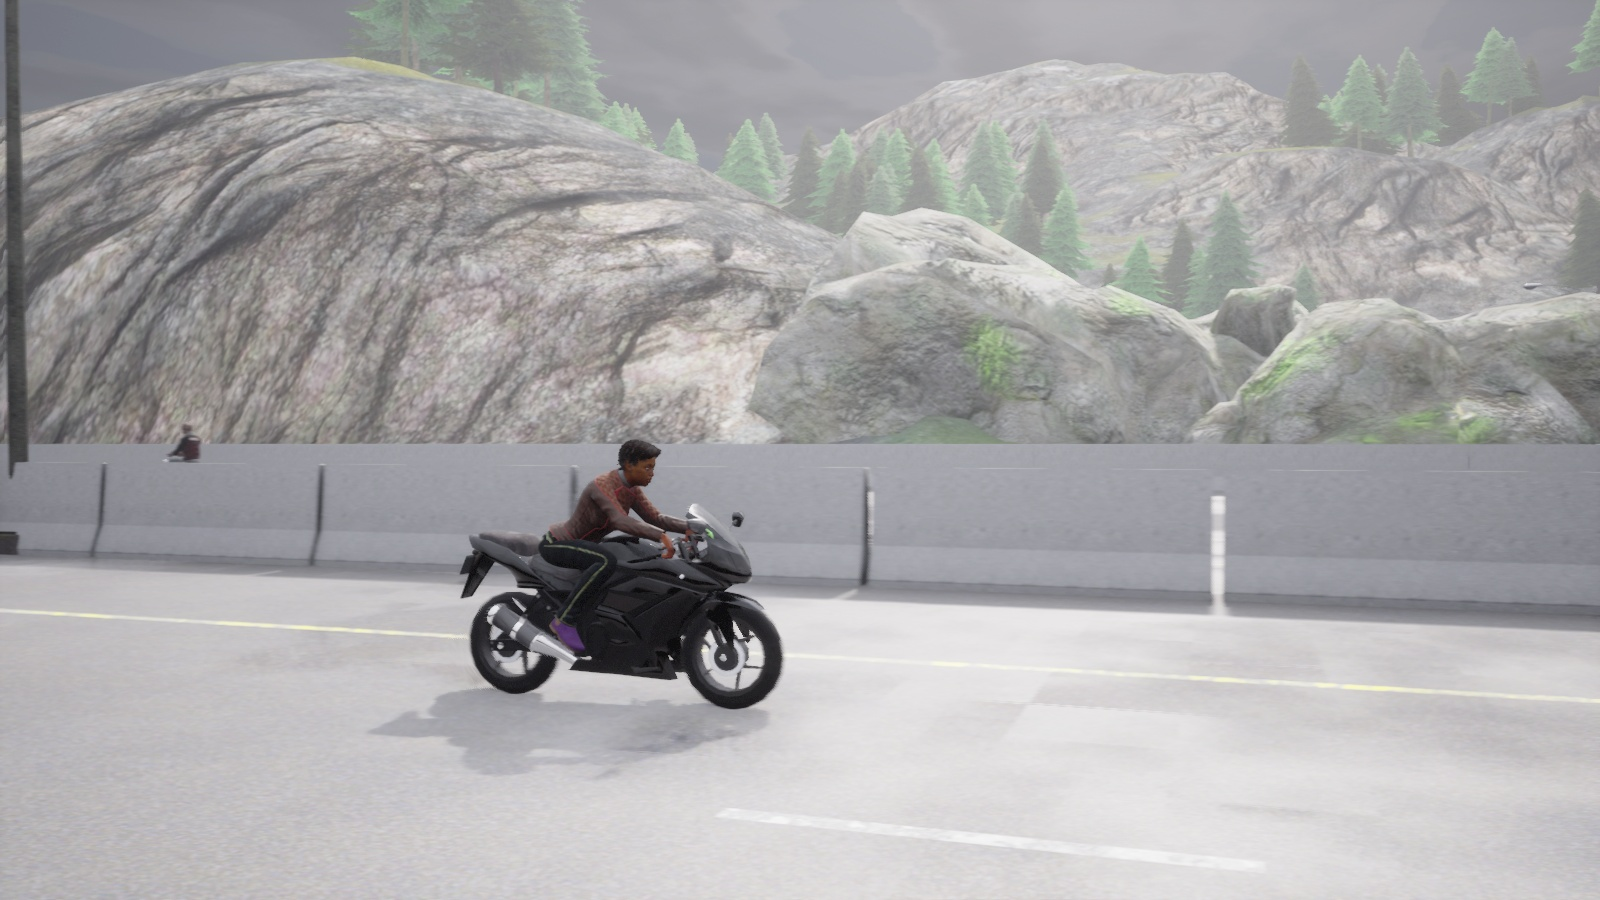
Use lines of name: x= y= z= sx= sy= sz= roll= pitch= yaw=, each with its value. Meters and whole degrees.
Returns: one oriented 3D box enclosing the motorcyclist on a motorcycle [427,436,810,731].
motorcyclist on a motorcycle: x=-1.039 y=0.689 z=7.235 sx=2.044 sy=1.523 sz=0.797 roll=1 pitch=1 yaw=19
